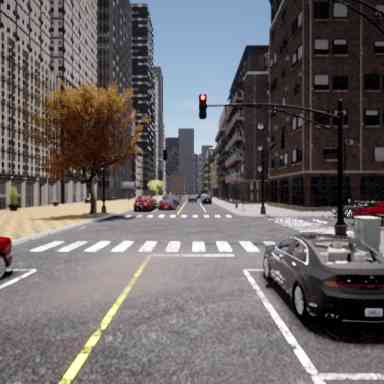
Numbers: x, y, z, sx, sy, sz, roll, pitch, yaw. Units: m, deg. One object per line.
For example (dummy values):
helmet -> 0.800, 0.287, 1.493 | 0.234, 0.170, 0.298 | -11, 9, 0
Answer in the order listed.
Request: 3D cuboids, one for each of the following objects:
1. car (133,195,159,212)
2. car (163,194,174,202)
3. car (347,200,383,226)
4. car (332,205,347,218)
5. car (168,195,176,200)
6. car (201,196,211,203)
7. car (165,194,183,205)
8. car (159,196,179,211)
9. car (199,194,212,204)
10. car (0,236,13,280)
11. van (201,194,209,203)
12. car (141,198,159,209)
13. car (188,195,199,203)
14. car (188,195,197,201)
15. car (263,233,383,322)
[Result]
car -> -5.636, 1.309, 39.510 | 2.192, 1.841, 5.009 | 0, 0, 0
car -> -5.581, 1.332, 78.170 | 2.192, 1.841, 5.009 | 0, 0, 0
car -> 12.568, 1.322, 20.751 | 4.674, 1.442, 1.812 | -1, 0, -1
car -> 13.463, 1.332, 26.500 | 4.403, 1.369, 2.008 | -1, 1, 0
car -> -5.557, 1.589, 94.739 | 2.008, 1.369, 4.403 | 0, 0, 0
car -> 2.785, 1.532, 67.282 | 1.752, 1.417, 4.829 | 0, 0, 0
car -> -3.004, 1.563, 56.356 | 1.994, 1.385, 4.181 | 0, 0, 0
car -> -3.040, 1.558, 40.995 | 1.994, 1.385, 4.181 | 0, 0, 0
car -> 2.777, 1.568, 61.589 | 1.947, 1.339, 4.313 | 0, 0, 0
car -> -5.682, 1.541, 7.122 | 1.887, 1.381, 4.507 | 0, 0, 0
van -> 2.792, 1.352, 72.635 | 1.690, 1.788, 3.998 | 0, 0, 0
car -> -5.628, 1.561, 45.033 | 1.947, 1.339, 4.313 | 0, 0, 0
car -> 0.097, 1.499, 68.823 | 2.128, 1.511, 4.902 | 0, 0, 0
car -> 0.113, 1.408, 79.245 | 2.033, 1.411, 5.357 | 0, 0, 0
car -> 2.698, 1.547, 7.110 | 2.008, 1.369, 4.403 | 0, 0, 0
